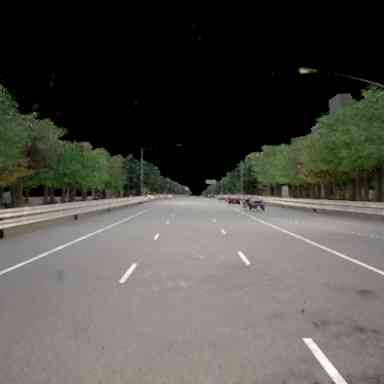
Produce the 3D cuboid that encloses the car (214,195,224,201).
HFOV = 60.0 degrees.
[{"bbox_3d":[7.054,1.457,79.151,1.895,1.301,4.718,0,0,0],"label":"car"}]

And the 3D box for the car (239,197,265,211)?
[{"bbox_3d":[7.253,1.411,39.505,1.837,1.490,4.892,0,0,-3],"label":"car"}]

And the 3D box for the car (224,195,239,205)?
[{"bbox_3d":[6.994,1.347,56.618,1.882,1.535,5.008,0,0,0],"label":"car"}]
